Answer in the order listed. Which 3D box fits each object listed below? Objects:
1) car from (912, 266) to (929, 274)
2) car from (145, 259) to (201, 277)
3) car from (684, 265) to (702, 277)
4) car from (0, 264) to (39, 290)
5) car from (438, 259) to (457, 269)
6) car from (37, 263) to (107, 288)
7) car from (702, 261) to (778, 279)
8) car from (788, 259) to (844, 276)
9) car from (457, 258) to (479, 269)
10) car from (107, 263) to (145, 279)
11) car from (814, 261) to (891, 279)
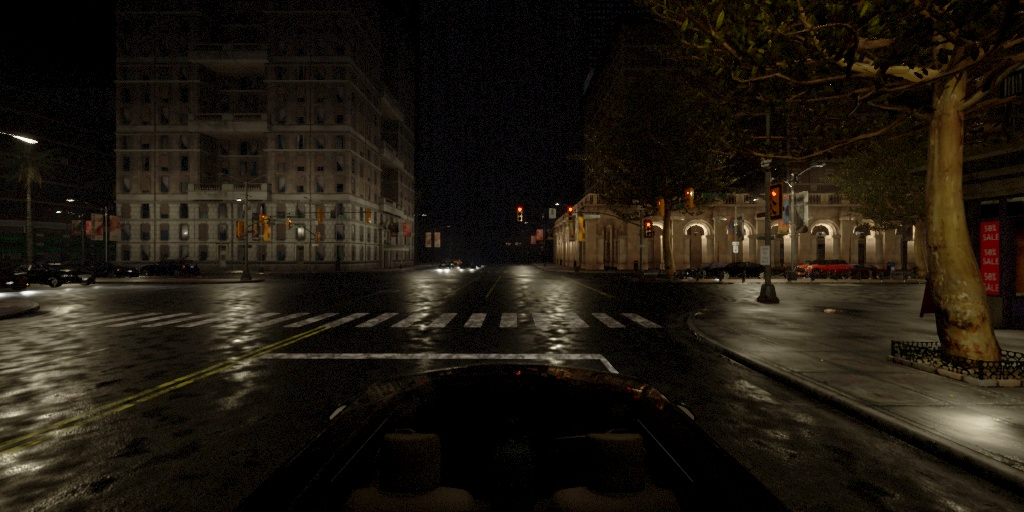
[{"bbox_3d":[41.869,1.296,34.466,5.357,1.411,2.033,0,0,1],"label":"car"},{"bbox_3d":[-33.436,1.102,35.109,4.553,1.767,2.097,0,0,0],"label":"car"},{"bbox_3d":[19.649,1.297,34.666,5.357,1.411,2.033,0,0,1],"label":"car"},{"bbox_3d":[-29.795,1.314,19.887,4.181,1.385,1.994,0,0,1],"label":"car"},{"bbox_3d":[-10.418,1.241,57.219,2.128,1.511,4.902,0,0,1],"label":"car"},{"bbox_3d":[-30.235,1.241,23.398,4.902,1.511,2.128,0,0,1],"label":"car"},{"bbox_3d":[19.704,1.227,31.165,5.008,1.535,1.882,0,0,0],"label":"car"},{"bbox_3d":[29.938,1.102,34.577,4.553,1.767,2.097,0,0,0],"label":"car"},{"bbox_3d":[-6.922,1.101,56.769,2.097,1.767,4.553,0,0,1],"label":"car"},{"bbox_3d":[-35.665,1.313,31.628,4.181,1.385,1.994,0,0,0],"label":"car"},{"bbox_3d":[29.581,1.351,31.082,4.718,1.301,1.895,0,0,1],"label":"car"}]
